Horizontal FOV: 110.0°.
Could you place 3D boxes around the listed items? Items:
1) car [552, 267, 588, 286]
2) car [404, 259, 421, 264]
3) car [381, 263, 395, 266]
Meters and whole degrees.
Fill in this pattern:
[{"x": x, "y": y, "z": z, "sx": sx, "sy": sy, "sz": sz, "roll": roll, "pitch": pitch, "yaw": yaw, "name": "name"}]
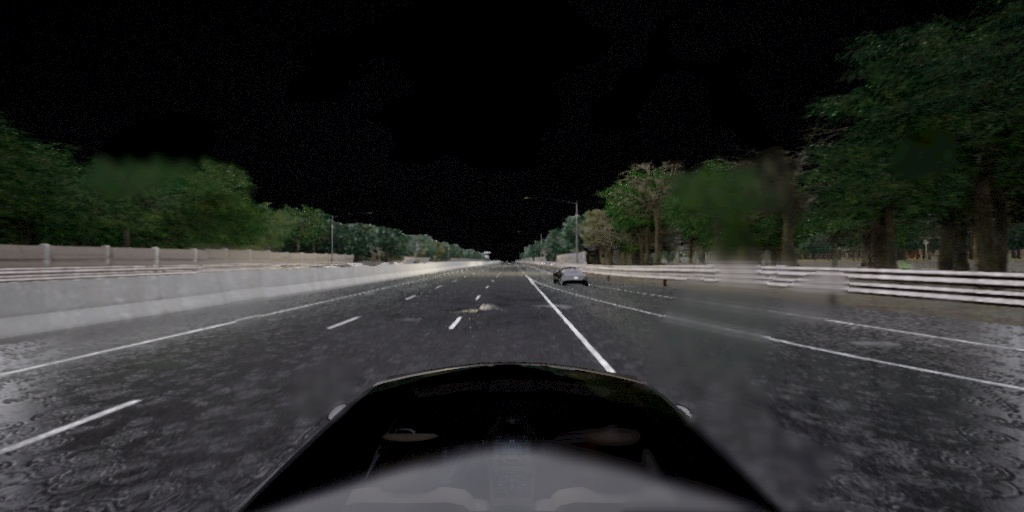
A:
[{"x": 4.399, "y": 1.559, "z": 27.789, "sx": 1.994, "sy": 1.385, "sz": 4.181, "roll": 0, "pitch": -1, "yaw": -6, "name": "car"}, {"x": -17.531, "y": 1.673, "z": 61.564, "sx": 2.097, "sy": 1.767, "sz": 4.553, "roll": 0, "pitch": -1, "yaw": 0, "name": "car"}, {"x": -21.026, "y": 1.838, "z": 60.750, "sx": 1.812, "sy": 1.442, "sz": 4.674, "roll": 0, "pitch": 0, "yaw": 0, "name": "car"}]
